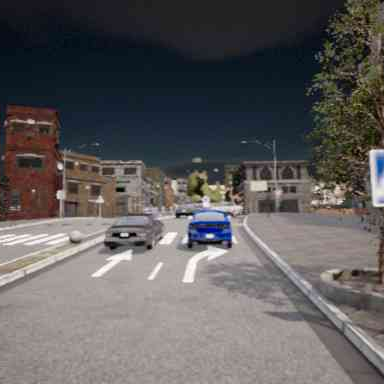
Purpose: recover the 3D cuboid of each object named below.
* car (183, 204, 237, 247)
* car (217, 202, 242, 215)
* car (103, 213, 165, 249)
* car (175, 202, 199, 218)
[{"bbox_3d":[0.828,1.556,15.468,1.882,1.535,5.008,-1,0,3],"label":"car"},{"bbox_3d":[3.113,1.530,29.540,1.895,1.301,4.718,-3,-2,20],"label":"car"},{"bbox_3d":[-2.449,1.678,15.194,2.033,1.411,5.357,-1,0,3],"label":"car"},{"bbox_3d":[-0.032,1.633,30.409,1.994,1.385,4.181,-3,-2,19],"label":"car"}]
